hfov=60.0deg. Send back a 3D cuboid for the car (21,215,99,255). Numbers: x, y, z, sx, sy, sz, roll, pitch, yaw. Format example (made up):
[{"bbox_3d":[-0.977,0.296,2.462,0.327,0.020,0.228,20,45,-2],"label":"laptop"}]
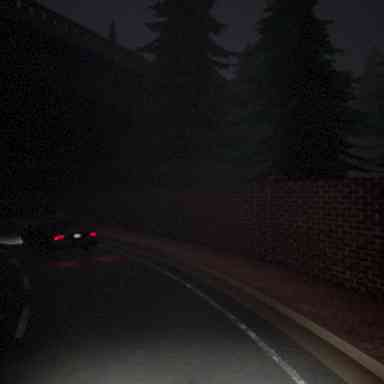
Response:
[{"bbox_3d":[-5.705,1.669,14.005,2.033,1.411,5.357,-1,0,-38],"label":"car"}]
